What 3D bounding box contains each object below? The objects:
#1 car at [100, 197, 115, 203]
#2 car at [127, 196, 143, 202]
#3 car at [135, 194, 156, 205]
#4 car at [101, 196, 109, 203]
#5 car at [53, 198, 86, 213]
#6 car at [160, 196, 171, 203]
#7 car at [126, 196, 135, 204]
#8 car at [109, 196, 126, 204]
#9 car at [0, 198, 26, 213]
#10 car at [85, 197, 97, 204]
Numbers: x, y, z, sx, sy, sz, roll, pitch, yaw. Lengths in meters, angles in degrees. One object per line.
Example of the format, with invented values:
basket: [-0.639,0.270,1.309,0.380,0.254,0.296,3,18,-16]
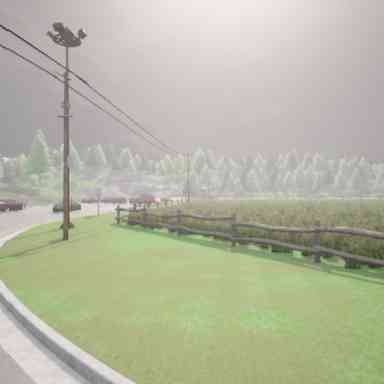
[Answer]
car: [-20.249,1.816,79.711,1.994,1.385,4.181,0,0,8]
car: [-13.363,1.613,78.387,2.033,1.411,5.357,0,0,8]
car: [-8.316,1.397,62.386,2.150,2.045,5.566,0,-1,8]
car: [-17.551,1.593,73.397,2.097,1.767,4.553,0,0,8]
car: [-14.818,1.708,39.783,1.994,1.385,4.181,0,0,7]
car: [-6.332,1.744,78.161,1.812,1.442,4.674,0,0,8]
car: [-11.254,1.684,67.599,1.882,1.535,5.008,0,0,8]
car: [-14.724,1.703,68.056,1.837,1.490,4.892,0,0,8]
car: [-21.907,1.517,39.567,2.097,1.767,4.553,0,0,8]
car: [-21.535,1.766,69.929,1.812,1.442,4.674,0,0,8]
